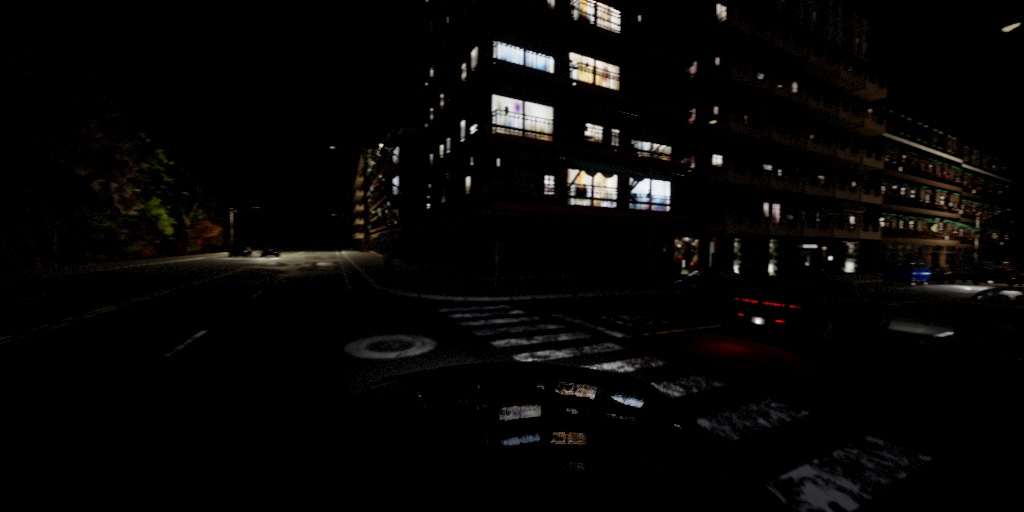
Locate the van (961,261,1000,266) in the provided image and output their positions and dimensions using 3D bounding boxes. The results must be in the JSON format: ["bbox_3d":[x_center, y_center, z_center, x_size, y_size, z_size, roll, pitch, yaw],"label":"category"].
[{"bbox_3d":[44.090,1.397,34.037,3.998,1.789,1.690,0,0,-27],"label":"van"}]

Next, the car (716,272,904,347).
[{"bbox_3d":[7.860,1.273,9.386,4.892,1.490,1.837,1,2,-27],"label":"car"}]

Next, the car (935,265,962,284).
[{"bbox_3d":[33.982,1.514,28.922,4.207,1.307,1.802,0,0,-27],"label":"car"}]

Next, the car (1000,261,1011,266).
[{"bbox_3d":[49.133,1.432,36.612,5.009,1.841,2.192,0,0,-27],"label":"car"}]

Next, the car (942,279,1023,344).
[{"bbox_3d":[12.731,1.445,8.860,4.507,1.381,1.888,0,0,-27],"label":"car"}]

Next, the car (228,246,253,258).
[{"bbox_3d":[-34.988,-0.536,46.333,2.033,1.411,5.357,0,2,-26],"label":"car"}]

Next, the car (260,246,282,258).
[{"bbox_3d":[-32.077,-0.565,47.776,1.812,1.442,4.674,0,2,-26],"label":"car"}]

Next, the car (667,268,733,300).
[{"bbox_3d":[8.979,1.210,16.312,4.207,1.307,1.802,0,0,-27],"label":"car"}]

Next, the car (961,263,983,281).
[{"bbox_3d":[39.037,1.576,31.475,4.207,1.307,1.802,0,0,-27],"label":"car"}]

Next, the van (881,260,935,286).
[{"bbox_3d":[28.926,1.211,26.371,3.998,1.789,1.690,0,0,-27],"label":"van"}]

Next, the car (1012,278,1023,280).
[{"bbox_3d":[17.483,1.523,11.256,4.313,1.339,1.948,0,0,-27],"label":"car"}]

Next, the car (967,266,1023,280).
[{"bbox_3d":[37.909,1.653,27.904,4.718,1.301,1.895,1,2,-27],"label":"car"}]
